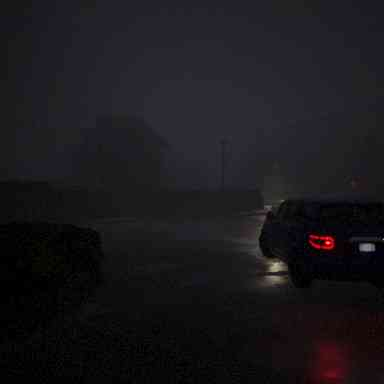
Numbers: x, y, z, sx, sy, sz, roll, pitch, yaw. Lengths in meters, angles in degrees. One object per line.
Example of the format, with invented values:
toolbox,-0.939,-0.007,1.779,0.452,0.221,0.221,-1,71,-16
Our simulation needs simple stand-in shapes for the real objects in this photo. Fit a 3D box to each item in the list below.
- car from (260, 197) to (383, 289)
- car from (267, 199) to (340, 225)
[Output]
car,3.417,1.151,9.097,2.150,2.045,5.566,0,0,1
car,7.777,1.303,23.001,5.008,1.535,1.882,-1,0,-29
